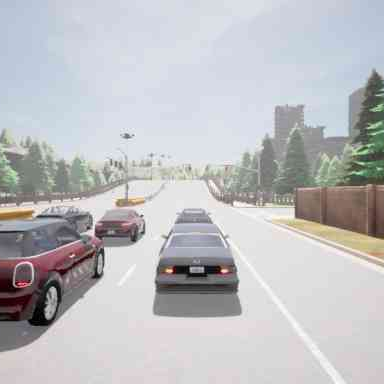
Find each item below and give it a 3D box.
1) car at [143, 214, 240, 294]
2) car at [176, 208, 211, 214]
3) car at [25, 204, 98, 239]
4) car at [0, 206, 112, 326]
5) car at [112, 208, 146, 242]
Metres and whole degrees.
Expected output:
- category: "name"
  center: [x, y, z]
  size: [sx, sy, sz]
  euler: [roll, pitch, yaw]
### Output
- category: "car"
  center: [0.097, 1.547, 8.927]
  size: [2.033, 1.411, 5.357]
  euler: [0, 0, 0]
- category: "car"
  center: [0.096, 1.564, 18.168]
  size: [1.994, 1.385, 4.181]
  euler: [0, 0, 0]
- category: "car"
  center: [-6.906, 1.492, 18.317]
  size: [2.128, 1.511, 4.902]
  euler: [0, 0, 0]
- category: "car"
  center: [-3.403, 1.352, 7.222]
  size: [2.097, 1.767, 4.553]
  euler: [0, 0, 0]
- category: "car"
  center: [-3.408, 1.526, 16.216]
  size: [1.812, 1.442, 4.674]
  euler: [0, 0, -1]
